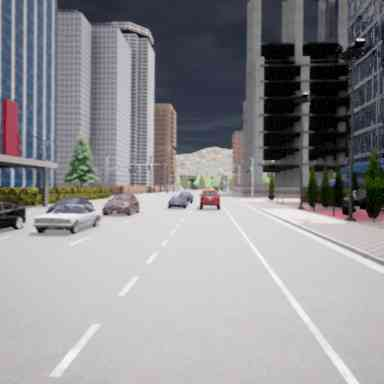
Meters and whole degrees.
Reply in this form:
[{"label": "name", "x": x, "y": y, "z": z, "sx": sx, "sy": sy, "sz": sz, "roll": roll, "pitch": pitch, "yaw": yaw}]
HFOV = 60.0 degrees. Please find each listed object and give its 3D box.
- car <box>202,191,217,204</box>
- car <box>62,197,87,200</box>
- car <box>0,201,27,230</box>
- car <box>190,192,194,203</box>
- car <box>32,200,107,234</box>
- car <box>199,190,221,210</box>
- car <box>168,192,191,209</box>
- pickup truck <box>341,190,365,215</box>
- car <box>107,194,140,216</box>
[{"label": "car", "x": 2.652, "y": 0.757, "z": 49.503, "sx": 2.097, "sy": 1.767, "sz": 4.553, "roll": 1, "pitch": 1, "yaw": 3}, {"label": "car", "x": -9.295, "y": 1.113, "z": 26.009, "sx": 2.033, "sy": 1.411, "sz": 5.357, "roll": 1, "pitch": 1, "yaw": 3}, {"label": "car", "x": -9.853, "y": 1.166, "z": 15.722, "sx": 1.882, "sy": 1.535, "sz": 5.008, "roll": 1, "pitch": 1, "yaw": 3}, {"label": "car", "x": -0.872, "y": 0.722, "z": 49.132, "sx": 2.097, "sy": 1.767, "sz": 4.553, "roll": 1, "pitch": 1, "yaw": 3}, {"label": "car", "x": -6.265, "y": 1.310, "z": 17.296, "sx": 1.895, "sy": 1.301, "sz": 4.718, "roll": 1, "pitch": 1, "yaw": 3}, {"label": "car", "x": 1.961, "y": 0.787, "z": 36.319, "sx": 2.150, "sy": 2.045, "sz": 5.566, "roll": 1, "pitch": 1, "yaw": 3}, {"label": "car", "x": -1.518, "y": 1.081, "z": 36.878, "sx": 1.994, "sy": 1.385, "sz": 4.181, "roll": 1, "pitch": 1, "yaw": 3}, {"label": "pickup truck", "x": 14.584, "y": 0.863, "z": 28.514, "sx": 2.390, "sy": 2.098, "sz": 6.274, "roll": 1, "pitch": 1, "yaw": 34}, {"label": "car", "x": -5.704, "y": 0.940, "z": 27.431, "sx": 2.097, "sy": 1.767, "sz": 4.553, "roll": 1, "pitch": 1, "yaw": 3}]
